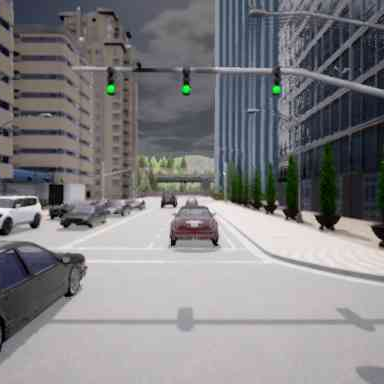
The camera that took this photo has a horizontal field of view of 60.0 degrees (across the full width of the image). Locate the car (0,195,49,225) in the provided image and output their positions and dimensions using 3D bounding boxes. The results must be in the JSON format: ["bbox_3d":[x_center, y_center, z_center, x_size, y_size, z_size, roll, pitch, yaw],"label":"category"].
[{"bbox_3d":[-10.600,1.233,19.032,2.150,2.045,5.566,0,0,0],"label":"car"}]

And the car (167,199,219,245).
[{"bbox_3d":[0.099,1.399,16.048,2.097,1.767,4.553,0,0,0],"label":"car"}]

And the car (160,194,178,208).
[{"bbox_3d":[-3.414,1.261,49.445,2.150,2.045,5.566,0,0,1],"label":"car"}]

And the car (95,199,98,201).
[{"bbox_3d":[-10.545,1.505,39.178,2.128,1.511,4.902,0,0,1],"label":"car"}]

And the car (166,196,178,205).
[{"bbox_3d":[-3.510,1.518,59.376,1.882,1.535,5.008,0,0,0],"label":"car"}]

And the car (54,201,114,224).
[{"bbox_3d":[-7.101,1.571,22.546,2.033,1.411,5.357,0,0,0],"label":"car"}]

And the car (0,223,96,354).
[{"bbox_3d":[-3.401,1.536,5.479,2.033,1.411,5.357,0,0,0],"label":"car"}]

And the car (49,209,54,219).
[{"bbox_3d":[-10.595,1.613,28.800,1.895,1.301,4.718,0,0,0],"label":"car"}]

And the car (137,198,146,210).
[{"bbox_3d":[-7.019,1.518,42.308,2.128,1.511,4.902,0,0,0],"label":"car"}]

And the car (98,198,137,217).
[{"bbox_3d":[-7.085,1.516,32.059,2.128,1.511,4.902,0,0,0],"label":"car"}]
